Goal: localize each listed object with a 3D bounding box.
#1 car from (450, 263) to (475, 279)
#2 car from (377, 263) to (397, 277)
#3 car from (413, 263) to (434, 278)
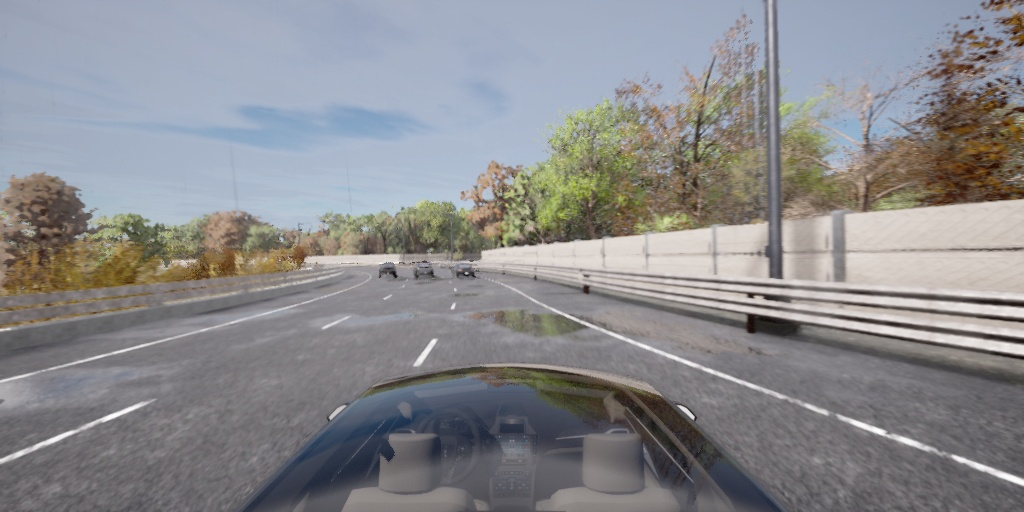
[{"bbox_3d":[-4.853,1.419,35.314,1.812,1.442,4.674,-1,0,-17],"label":"car"},{"bbox_3d":[-13.886,1.558,39.957,1.837,1.490,4.892,0,0,-21],"label":"car"},{"bbox_3d":[-9.356,1.464,37.765,2.128,1.511,4.902,-1,0,-19],"label":"car"}]
